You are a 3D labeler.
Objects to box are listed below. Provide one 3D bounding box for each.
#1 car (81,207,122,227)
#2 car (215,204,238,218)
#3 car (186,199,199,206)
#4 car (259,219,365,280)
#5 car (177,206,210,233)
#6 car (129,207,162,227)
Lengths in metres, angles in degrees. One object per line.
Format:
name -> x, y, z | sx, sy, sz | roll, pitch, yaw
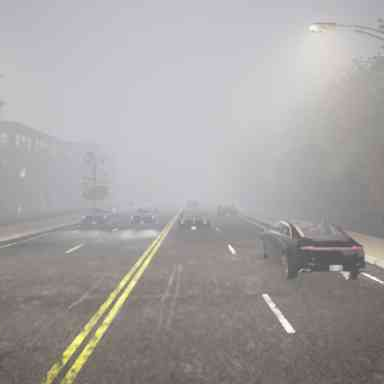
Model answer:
car -> -6.593, 1.780, 24.617 | 1.895, 1.301, 4.718 | 0, 0, 0
car -> 3.355, 1.842, 33.401 | 1.895, 1.301, 4.718 | 0, 0, 0
car -> 0.110, 1.849, 49.955 | 2.128, 1.511, 4.902 | 0, 0, 0
car -> 3.353, 1.567, 10.160 | 2.128, 1.511, 4.902 | 0, 0, 0
car -> 0.104, 1.753, 20.845 | 1.895, 1.301, 4.718 | 0, 0, 0
car -> -3.343, 1.780, 24.617 | 1.895, 1.301, 4.718 | 0, 0, 0
